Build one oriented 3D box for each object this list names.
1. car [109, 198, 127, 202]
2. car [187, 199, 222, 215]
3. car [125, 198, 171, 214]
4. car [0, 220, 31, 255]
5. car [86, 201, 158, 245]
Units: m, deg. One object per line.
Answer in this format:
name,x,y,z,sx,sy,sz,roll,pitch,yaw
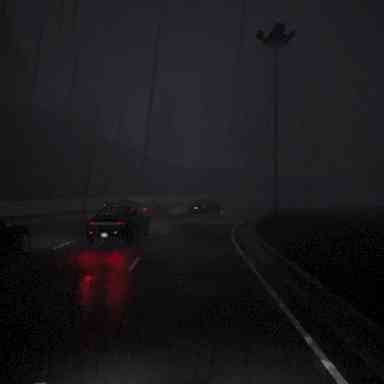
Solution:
car,-6.442,1.295,31.327,1.812,1.442,4.674,0,0,22
car,1.222,1.338,30.687,1.994,1.385,4.181,0,0,26
car,-3.510,1.389,28.856,1.895,1.301,4.718,0,0,21
car,-6.845,1.402,10.148,1.882,1.535,5.008,0,0,1
car,-3.122,1.381,14.906,2.128,1.511,4.902,0,0,4
